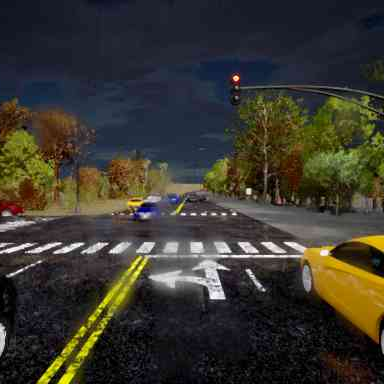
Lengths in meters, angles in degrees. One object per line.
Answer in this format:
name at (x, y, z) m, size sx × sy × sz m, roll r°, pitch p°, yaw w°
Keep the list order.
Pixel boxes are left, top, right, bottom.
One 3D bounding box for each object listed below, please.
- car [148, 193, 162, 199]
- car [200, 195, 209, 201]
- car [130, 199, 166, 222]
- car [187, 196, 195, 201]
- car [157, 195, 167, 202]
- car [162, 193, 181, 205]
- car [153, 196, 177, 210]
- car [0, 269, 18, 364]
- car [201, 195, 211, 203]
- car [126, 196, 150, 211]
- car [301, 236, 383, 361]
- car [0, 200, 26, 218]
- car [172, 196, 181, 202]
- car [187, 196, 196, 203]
car at (-6.729, 1.222, 58.759) m, size 2.150 × 2.045 × 5.566 m, roll 0°, pitch 1°, yaw 0°
car at (3.046, 1.458, 81.641) m, size 2.033 × 1.411 × 5.357 m, roll 0°, pitch 0°, yaw 0°
car at (-3.408, 1.518, 26.483) m, size 1.812 × 1.442 × 4.674 m, roll 0°, pitch 0°, yaw 0°
car at (-0.204, 1.606, 81.977) m, size 1.895 × 1.301 × 4.718 m, roll 0°, pitch 0°, yaw 0°
car at (-6.685, 1.432, 74.278) m, size 1.882 × 1.535 × 5.008 m, roll 0°, pitch 0°, yaw 0°
car at (-3.478, 1.221, 58.089) m, size 2.150 × 2.045 × 5.566 m, roll 0°, pitch 1°, yaw 0°
car at (-3.457, 1.549, 42.670) m, size 2.033 × 1.411 × 5.357 m, roll 0°, pitch 0°, yaw 0°
car at (-3.357, 1.505, 2.748) m, size 1.837 × 1.490 × 4.892 m, roll 0°, pitch 0°, yaw 0°
car at (3.094, 1.504, 71.486) m, size 2.128 × 1.511 × 4.902 m, roll 0°, pitch 0°, yaw 0°
car at (-6.699, 1.479, 40.433) m, size 1.882 × 1.535 × 5.008 m, roll 0°, pitch 0°, yaw 0°
car at (3.349, 1.444, 5.406) m, size 1.882 × 1.535 × 5.008 m, roll 0°, pitch 1°, yaw 0°
car at (-17.093, 1.427, 28.628) m, size 5.008 × 1.535 × 1.882 m, roll 0°, pitch 1°, yaw -6°
car at (-3.433, 1.557, 73.578) m, size 1.895 × 1.301 × 4.718 m, roll 0°, pitch 0°, yaw 0°
car at (-0.138, 1.566, 72.155) m, size 1.994 × 1.385 × 4.181 m, roll 0°, pitch 0°, yaw 0°
